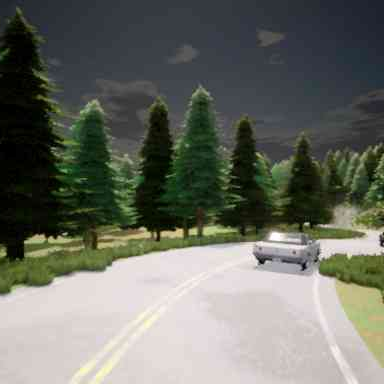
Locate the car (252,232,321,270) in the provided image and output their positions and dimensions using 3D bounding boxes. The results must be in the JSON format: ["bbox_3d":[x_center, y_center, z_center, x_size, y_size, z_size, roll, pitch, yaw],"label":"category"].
[{"bbox_3d":[4.130,2.319,13.868,1.895,1.301,4.718,1,-4,29],"label":"car"}]

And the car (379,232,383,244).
[{"bbox_3d":[16.987,3.767,27.217,4.902,1.511,2.128,6,-3,-42],"label":"car"}]
